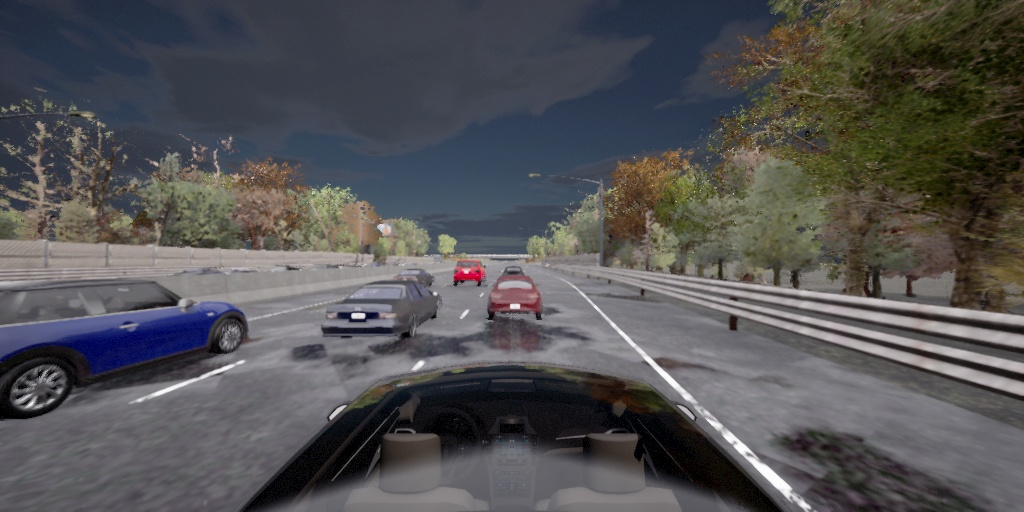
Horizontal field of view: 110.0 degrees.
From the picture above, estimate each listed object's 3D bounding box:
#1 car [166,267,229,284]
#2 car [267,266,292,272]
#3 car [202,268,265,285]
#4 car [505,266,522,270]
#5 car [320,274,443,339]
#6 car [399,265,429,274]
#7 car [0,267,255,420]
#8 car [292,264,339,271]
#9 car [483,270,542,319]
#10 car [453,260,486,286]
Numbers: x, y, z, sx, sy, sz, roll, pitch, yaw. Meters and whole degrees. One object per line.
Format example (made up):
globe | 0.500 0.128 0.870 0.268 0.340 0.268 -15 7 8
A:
car | -27.918 1.704 32.076 1.994 1.385 4.181 0 -1 -1
car | -21.074 1.676 32.786 1.812 1.442 4.674 0 -1 0
car | -24.585 1.738 31.872 1.895 1.301 4.718 0 -1 0
car | 0.109 1.625 30.388 1.837 1.490 4.892 0 -1 0
car | -3.401 1.407 10.451 2.033 1.411 5.357 0 -1 0
car | -6.894 1.602 25.525 2.033 1.411 5.357 0 -1 0
car | -6.917 1.156 6.102 2.097 1.767 4.553 0 -1 0
car | -17.581 1.505 33.010 2.097 1.767 4.553 0 -1 0
car | 0.099 1.423 13.364 1.812 1.442 4.674 0 -1 0
car | -3.391 1.327 29.372 2.150 2.045 5.566 0 -1 0
